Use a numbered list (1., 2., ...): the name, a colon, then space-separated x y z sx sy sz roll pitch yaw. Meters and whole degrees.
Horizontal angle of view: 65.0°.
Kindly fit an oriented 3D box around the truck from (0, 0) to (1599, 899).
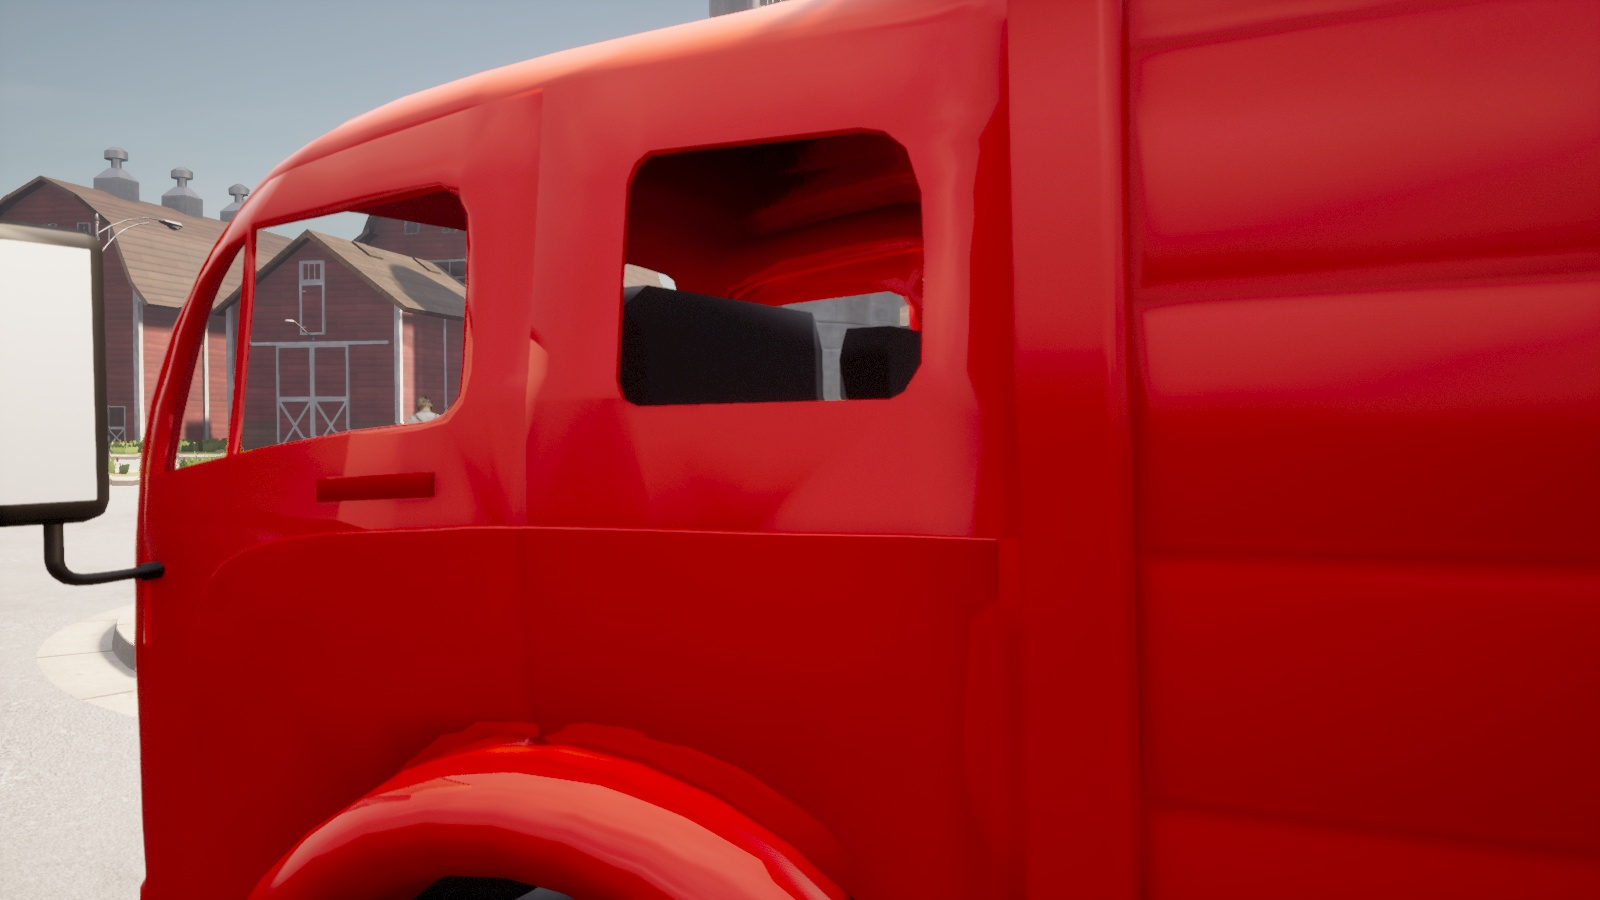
1. truck: 1.412 0.295 1.752 5.204 2.467 2.627 0 1 28
